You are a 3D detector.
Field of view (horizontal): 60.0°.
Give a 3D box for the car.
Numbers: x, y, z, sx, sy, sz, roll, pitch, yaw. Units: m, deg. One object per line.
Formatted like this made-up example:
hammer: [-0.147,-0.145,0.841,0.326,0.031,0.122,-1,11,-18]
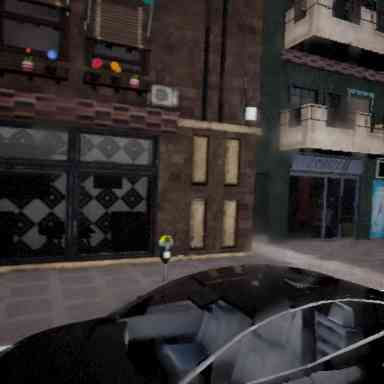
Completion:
car: [0.379,1.457,3.024,4.313,1.339,1.947,1,2,-24]
